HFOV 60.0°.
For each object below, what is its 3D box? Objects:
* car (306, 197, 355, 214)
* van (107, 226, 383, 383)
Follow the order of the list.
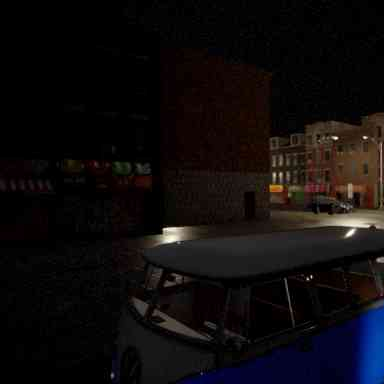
[{"bbox_3d":[14.082,1.354,33.932,2.097,1.767,4.553,0,0,-36],"label":"car"},{"bbox_3d":[1.124,1.341,3.624,3.998,1.788,1.690,0,0,-36],"label":"van"}]
